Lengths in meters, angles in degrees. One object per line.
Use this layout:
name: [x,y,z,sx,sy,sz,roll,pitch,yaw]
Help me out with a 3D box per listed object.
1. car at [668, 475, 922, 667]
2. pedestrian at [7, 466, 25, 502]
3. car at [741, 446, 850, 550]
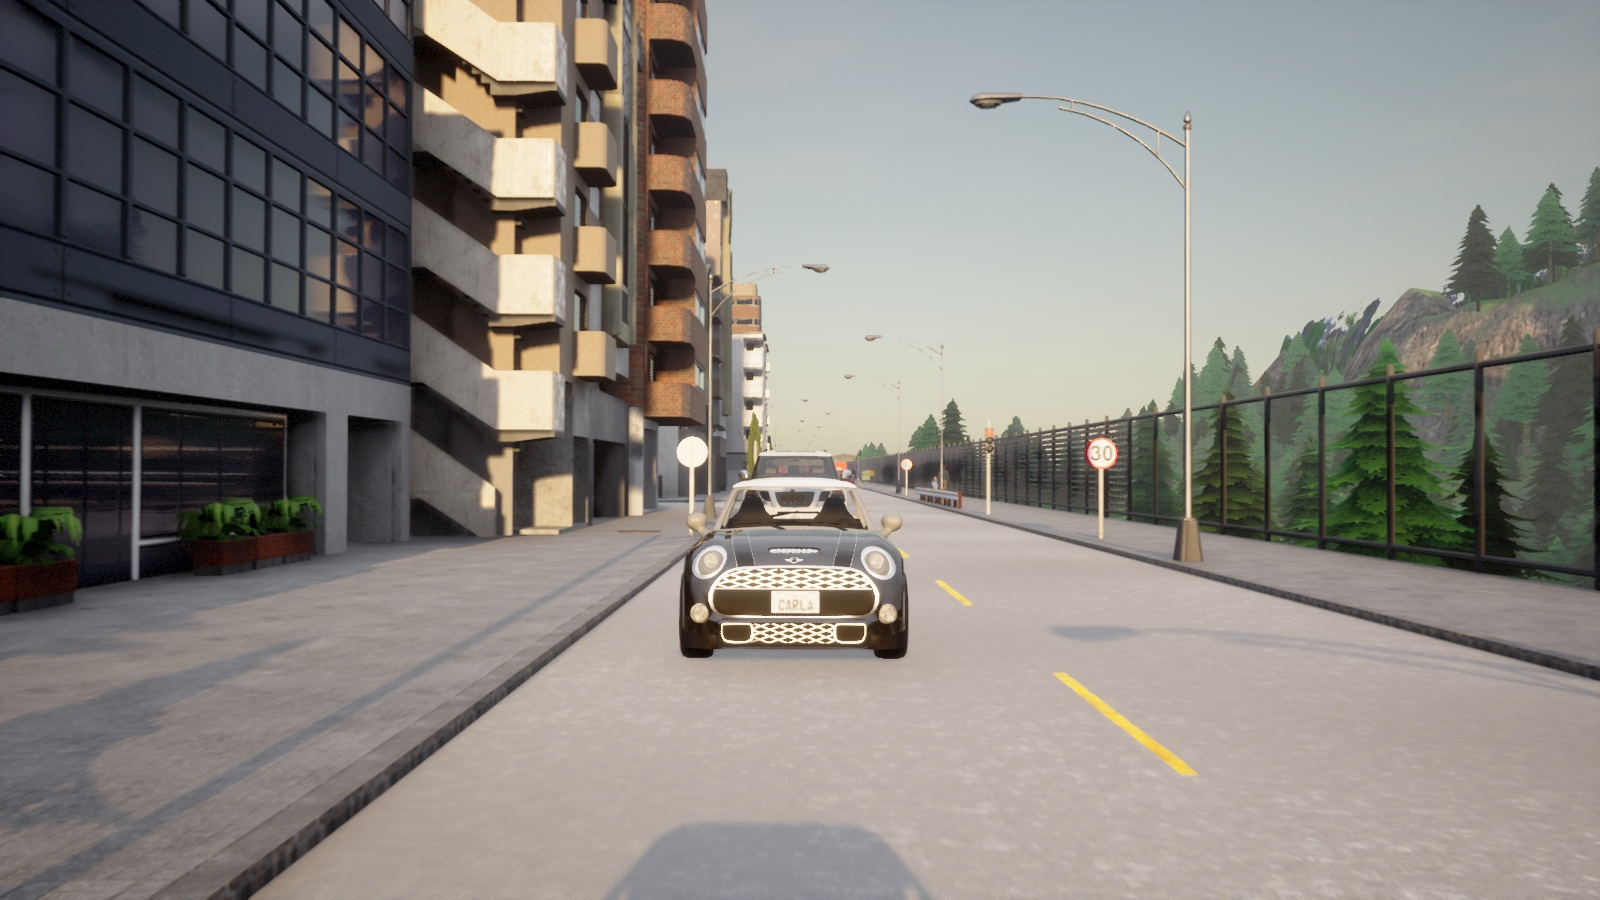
car: [-0.044,0.976,11.680,1.970,1.475,3.806,0,-1,0]
pedestrian: [-40.146,1.754,64.304,0.726,1.835,0.370,0,-1,0]
car: [-0.102,0.998,27.718,2.150,2.045,5.566,0,-1,0]
